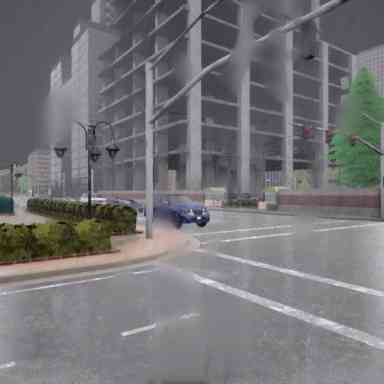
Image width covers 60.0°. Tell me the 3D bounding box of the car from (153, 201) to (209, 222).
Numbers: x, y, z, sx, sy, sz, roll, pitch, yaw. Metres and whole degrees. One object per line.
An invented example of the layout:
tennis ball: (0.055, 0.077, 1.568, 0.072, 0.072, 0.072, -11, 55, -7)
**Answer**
car: (-1.053, 1.492, 27.503, 2.033, 1.411, 5.357, 0, 0, -36)

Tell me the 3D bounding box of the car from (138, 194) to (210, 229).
car: (-1.154, 1.166, 21.707, 2.150, 2.045, 5.566, 0, 0, -35)

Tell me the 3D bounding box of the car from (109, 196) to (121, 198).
car: (-6.917, 1.470, 35.596, 1.812, 1.442, 4.674, 0, 0, -36)

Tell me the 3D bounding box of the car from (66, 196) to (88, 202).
car: (-14.162, 1.470, 39.616, 1.812, 1.442, 4.674, 0, 0, -36)

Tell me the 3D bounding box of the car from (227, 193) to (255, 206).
car: (7.080, 1.114, 50.644, 1.905, 1.878, 3.866, 0, 0, -36)

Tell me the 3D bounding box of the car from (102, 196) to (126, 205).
car: (-13.356, 1.436, 56.684, 2.128, 1.511, 4.902, 0, 0, -36)

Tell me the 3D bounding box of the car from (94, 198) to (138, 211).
car: (-6.703, 1.508, 29.305, 1.994, 1.385, 4.181, 0, 0, -37)

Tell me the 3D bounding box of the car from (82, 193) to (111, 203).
car: (-13.034, 1.162, 44.019, 2.150, 2.045, 5.566, 0, 0, -36)

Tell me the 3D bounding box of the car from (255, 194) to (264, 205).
car: (9.469, 1.114, 52.359, 1.905, 1.878, 3.866, 0, 0, -36)

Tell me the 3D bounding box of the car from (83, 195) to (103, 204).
car: (-19.461, 1.436, 65.094, 2.128, 1.511, 4.902, 0, 0, -36)

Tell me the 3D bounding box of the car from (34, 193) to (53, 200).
car: (-23.576, 1.245, 52.716, 2.150, 2.045, 5.566, 0, 0, -36)
